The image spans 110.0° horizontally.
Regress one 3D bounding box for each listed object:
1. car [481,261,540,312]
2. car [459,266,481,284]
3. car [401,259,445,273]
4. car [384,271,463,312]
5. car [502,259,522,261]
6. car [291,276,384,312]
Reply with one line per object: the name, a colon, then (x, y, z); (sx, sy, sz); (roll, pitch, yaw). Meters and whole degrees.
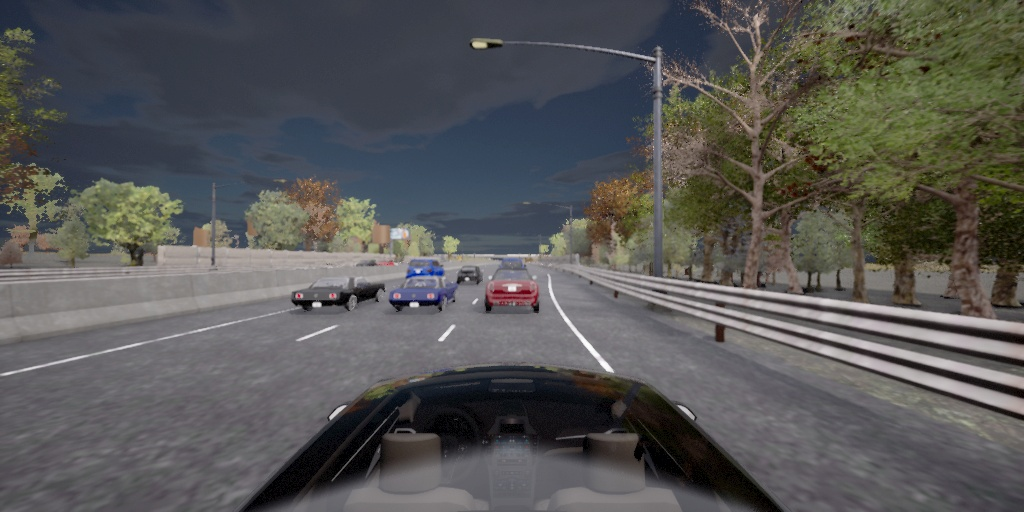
car: (0.024, 1.245, 15.264); (2.097, 1.767, 4.553); (0, -1, 1)
car: (-3.475, 1.567, 30.352); (1.837, 1.490, 4.892); (0, 0, 1)
car: (-6.988, 1.275, 29.435); (2.150, 2.045, 5.566); (0, 0, 0)
car: (-3.480, 1.493, 15.089); (1.895, 1.301, 4.718); (0, -1, 1)
car: (0.012, 1.275, 29.440); (2.150, 2.045, 5.566); (0, 0, 0)
car: (-6.980, 1.493, 15.097); (1.895, 1.301, 4.718); (0, -1, 0)
